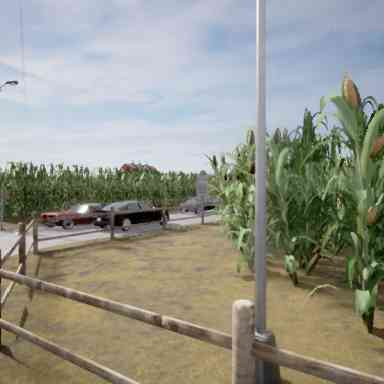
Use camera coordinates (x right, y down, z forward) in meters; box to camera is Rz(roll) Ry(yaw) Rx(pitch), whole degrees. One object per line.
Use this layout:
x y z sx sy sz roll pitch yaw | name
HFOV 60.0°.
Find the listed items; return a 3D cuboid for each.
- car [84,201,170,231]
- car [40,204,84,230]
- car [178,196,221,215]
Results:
-3.318 1.238 18.995 1.882 1.535 5.008 0 1 36 | car
-6.421 1.378 19.617 1.895 1.301 4.718 0 1 37 | car
0.722 1.122 29.543 2.128 1.511 4.902 0 1 36 | car
